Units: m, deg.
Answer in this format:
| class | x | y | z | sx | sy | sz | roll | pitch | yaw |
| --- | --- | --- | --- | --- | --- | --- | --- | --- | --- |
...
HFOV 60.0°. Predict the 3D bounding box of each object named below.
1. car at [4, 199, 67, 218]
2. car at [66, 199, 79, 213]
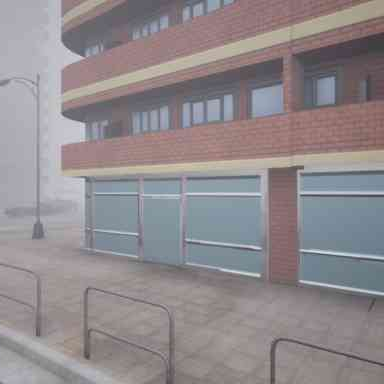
| class | x | y | z | sx | sy | sz | roll | pitch | yaw |
| --- | --- | --- | --- | --- | --- | --- | --- | --- | --- |
| car | -14.135 | 1.601 | 29.923 | 1.895 | 1.301 | 4.718 | 0 | 0 | 36 |
| car | -14.419 | 1.505 | 35.459 | 1.837 | 1.490 | 4.892 | 0 | 0 | 36 |
